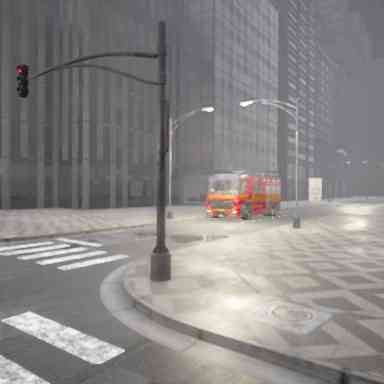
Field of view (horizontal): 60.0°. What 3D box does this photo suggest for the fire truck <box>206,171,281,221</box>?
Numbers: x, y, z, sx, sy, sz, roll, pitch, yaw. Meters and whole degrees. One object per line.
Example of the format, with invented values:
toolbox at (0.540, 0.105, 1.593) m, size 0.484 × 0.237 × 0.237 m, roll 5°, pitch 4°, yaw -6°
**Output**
fire truck at (4.551, 0.274, 27.583) m, size 2.891 × 3.827 × 8.468 m, roll 1°, pitch 0°, yaw 35°
